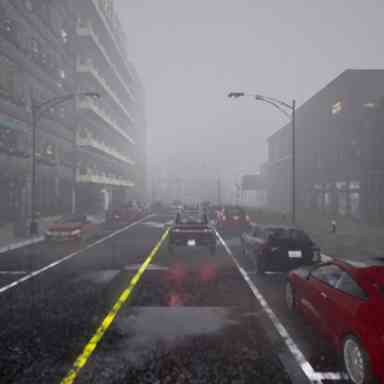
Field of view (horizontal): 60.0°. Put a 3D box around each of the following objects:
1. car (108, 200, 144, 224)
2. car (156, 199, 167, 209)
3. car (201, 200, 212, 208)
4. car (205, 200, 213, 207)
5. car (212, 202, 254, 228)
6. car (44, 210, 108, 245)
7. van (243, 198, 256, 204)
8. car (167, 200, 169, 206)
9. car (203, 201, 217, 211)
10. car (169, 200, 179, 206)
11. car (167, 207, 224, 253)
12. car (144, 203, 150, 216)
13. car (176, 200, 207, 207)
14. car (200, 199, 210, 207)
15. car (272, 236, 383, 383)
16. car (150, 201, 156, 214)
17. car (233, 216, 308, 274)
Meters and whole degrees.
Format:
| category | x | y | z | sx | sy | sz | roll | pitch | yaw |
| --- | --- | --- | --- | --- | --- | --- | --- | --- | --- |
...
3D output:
| category | x | y | z | sx | sy | sz | roll | pitch | yaw |
| --- | --- | --- | --- | --- | --- | --- | --- | --- | --- |
| car | -5.726 | 1.590 | 27.815 | 2.192 | 1.841 | 5.009 | 0 | -1 | 0 |
| car | -5.756 | 2.142 | 56.295 | 1.947 | 1.339 | 4.313 | 0 | -1 | 0 |
| car | 2.619 | 2.184 | 61.996 | 1.887 | 1.381 | 4.507 | 0 | -1 | 0 |
| car | 2.644 | 1.943 | 39.211 | 2.008 | 1.369 | 4.403 | 0 | -1 | 0 |
| car | 2.661 | 1.658 | 22.123 | 1.967 | 1.590 | 4.097 | 0 | -1 | 0 |
| car | -5.712 | 1.742 | 16.420 | 1.802 | 1.307 | 4.206 | 0 | -1 | 0 |
| van | 14.568 | 2.301 | 84.169 | 3.998 | 1.788 | 1.690 | 0 | 0 | 0 |
| car | -5.775 | 2.292 | 73.214 | 1.752 | 1.417 | 4.829 | 0 | -1 | 0 |
| car | 2.631 | 2.059 | 50.602 | 1.887 | 1.381 | 4.507 | 0 | -1 | 0 |
| car | -3.076 | 2.279 | 69.741 | 1.994 | 1.385 | 4.181 | 0 | -1 | 0 |
| car | -0.012 | 1.632 | 14.288 | 2.128 | 1.511 | 4.902 | 0 | 0 | 0 |
| car | -5.731 | 1.773 | 33.511 | 1.967 | 1.590 | 4.097 | 0 | -1 | 0 |
| car | -0.028 | 1.783 | 29.294 | 2.128 | 1.511 | 4.902 | 0 | 0 | 0 |
| car | 2.612 | 2.231 | 67.863 | 1.752 | 1.417 | 4.829 | 0 | -1 | 0 |
| car | 2.681 | 1.631 | 5.033 | 1.802 | 1.307 | 4.206 | 0 | -1 | 0 |
| car | -5.737 | 1.943 | 39.206 | 2.008 | 1.369 | 4.403 | 0 | -1 | 0 |
| car | 2.675 | 1.670 | 10.729 | 1.947 | 1.339 | 4.313 | 0 | -1 | 0 |
